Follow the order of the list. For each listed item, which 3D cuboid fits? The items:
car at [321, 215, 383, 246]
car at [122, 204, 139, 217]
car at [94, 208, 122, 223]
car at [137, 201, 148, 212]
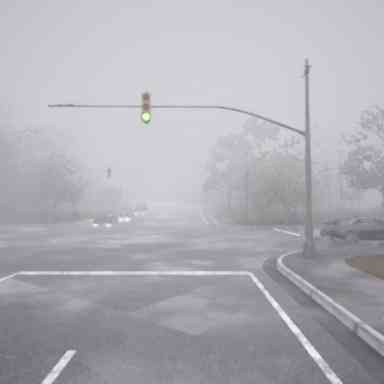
[{"bbox_3d":[9.368,1.982,17.539,4.902,1.511,2.128,0,-3,-1],"label":"car"},{"bbox_3d":[-10.584,3.275,54.160,2.128,1.511,4.902,0,0,0],"label":"car"},{"bbox_3d":[-10.589,2.851,41.272,2.097,1.767,4.553,0,-2,0],"label":"car"},{"bbox_3d":[-10.493,3.023,69.224,2.150,2.045,5.566,0,0,0],"label":"car"}]
